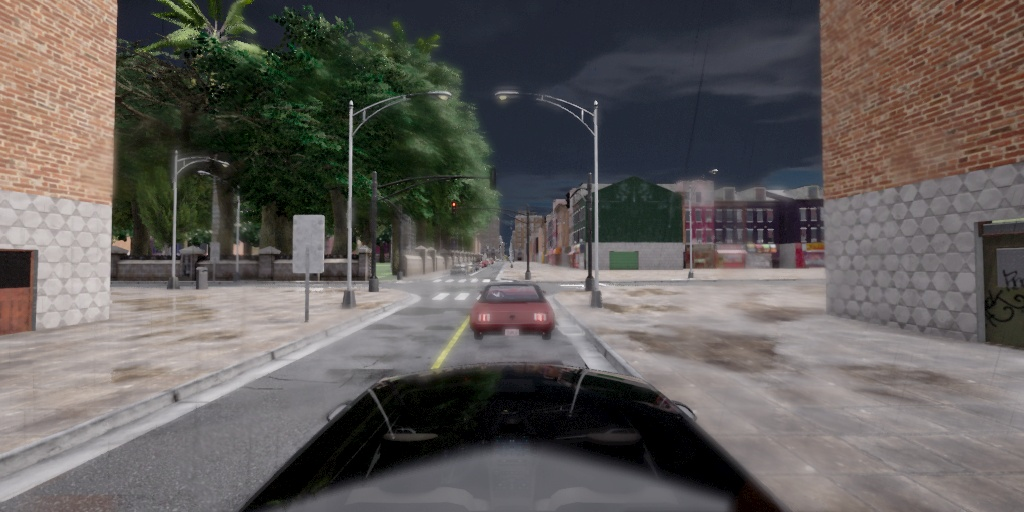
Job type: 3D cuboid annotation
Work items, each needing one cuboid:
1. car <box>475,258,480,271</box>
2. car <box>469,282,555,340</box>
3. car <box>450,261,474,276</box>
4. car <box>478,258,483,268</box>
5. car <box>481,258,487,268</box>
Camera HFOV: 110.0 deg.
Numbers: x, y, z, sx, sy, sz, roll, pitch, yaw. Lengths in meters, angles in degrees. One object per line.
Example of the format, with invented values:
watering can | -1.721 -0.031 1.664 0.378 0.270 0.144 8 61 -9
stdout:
car | -5.588 1.345 45.535 2.007 1.370 4.403 0 0 0
car | 0.024 1.354 9.929 1.895 1.301 4.718 0 0 0
car | -5.552 1.333 38.400 2.007 1.370 4.403 0 0 0
car | -5.635 1.372 50.985 1.948 1.339 4.313 0 0 0
car | -5.730 1.418 61.884 1.802 1.307 4.207 0 0 0
